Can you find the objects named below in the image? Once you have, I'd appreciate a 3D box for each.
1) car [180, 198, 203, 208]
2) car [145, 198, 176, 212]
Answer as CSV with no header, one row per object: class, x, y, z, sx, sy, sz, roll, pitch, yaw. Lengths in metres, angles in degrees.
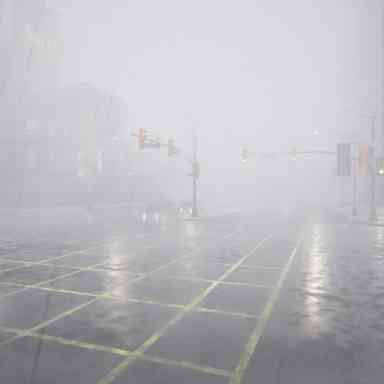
car,-0.007,1.601,48.524,1.895,1.301,4.718,0,0,21
car,-3.619,1.478,38.969,1.882,1.535,5.008,0,0,23
